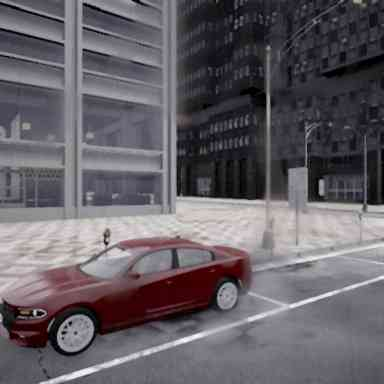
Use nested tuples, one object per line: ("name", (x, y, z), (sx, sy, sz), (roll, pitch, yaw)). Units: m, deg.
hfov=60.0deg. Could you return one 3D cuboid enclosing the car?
("car", (-0.881, 1.537, 6.042), (4.507, 1.381, 1.887), (0, 0, -36))
